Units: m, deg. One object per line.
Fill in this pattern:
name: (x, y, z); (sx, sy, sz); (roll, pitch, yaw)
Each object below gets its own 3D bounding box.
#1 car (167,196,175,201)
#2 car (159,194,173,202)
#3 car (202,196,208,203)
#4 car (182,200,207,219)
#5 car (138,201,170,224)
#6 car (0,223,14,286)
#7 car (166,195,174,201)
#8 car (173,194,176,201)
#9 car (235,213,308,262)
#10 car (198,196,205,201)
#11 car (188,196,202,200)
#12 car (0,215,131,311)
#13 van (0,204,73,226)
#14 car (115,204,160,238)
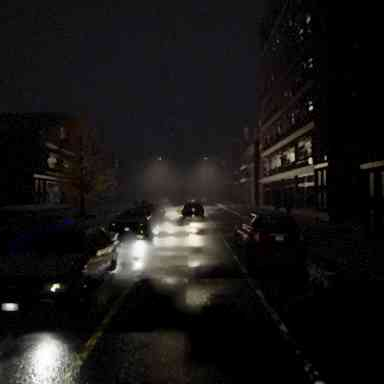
car: (-5.679, 1.692, 91.730); (1.947, 1.339, 4.313); (1, 0, 0)
car: (-5.676, 1.532, 68.983); (1.967, 1.590, 4.097); (1, 0, 0)
car: (2.702, 1.625, 74.901); (1.752, 1.417, 4.829); (1, 0, 0)
car: (0.099, 1.638, 29.081); (1.895, 1.301, 4.718); (0, 0, 0)
car: (-3.001, 1.599, 24.806); (1.994, 1.385, 4.181); (0, 0, 0)
car: (-5.677, 1.553, 6.430); (1.887, 1.381, 4.507); (1, 0, 0)
car: (-5.677, 1.557, 86.044); (1.967, 1.590, 4.097); (1, 0, 0)
car: (-5.679, 1.674, 80.358); (1.947, 1.339, 4.313); (1, 0, 0)
car: (2.705, 1.455, 12.178); (1.967, 1.590, 4.097); (1, 0, 0)
car: (2.701, 1.708, 91.791); (1.802, 1.307, 4.206); (1, 0, 0)
car: (0.063, 1.624, 46.513); (1.994, 1.385, 4.181); (0, 0, 0)
car: (-3.090, 1.558, 8.273); (2.033, 1.411, 5.357); (0, 0, -1)
van: (-5.673, 1.356, 12.117); (1.690, 1.788, 3.998); (1, 0, 0)
car: (-3.087, 1.586, 17.821); (1.994, 1.385, 4.181); (0, 0, 0)
